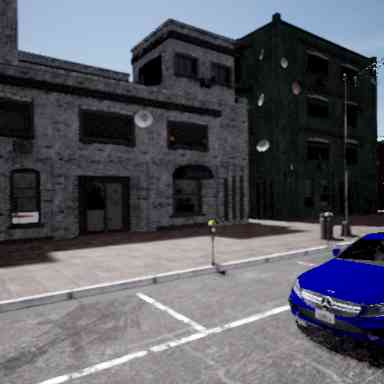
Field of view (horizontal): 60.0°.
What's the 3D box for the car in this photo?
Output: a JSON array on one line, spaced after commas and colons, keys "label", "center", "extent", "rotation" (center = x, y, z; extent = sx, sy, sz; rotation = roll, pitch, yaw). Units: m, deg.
[{"label": "car", "center": [3.779, 1.495, 6.073], "extent": [4.674, 1.442, 1.812], "rotation": [0, 0, -35]}]
